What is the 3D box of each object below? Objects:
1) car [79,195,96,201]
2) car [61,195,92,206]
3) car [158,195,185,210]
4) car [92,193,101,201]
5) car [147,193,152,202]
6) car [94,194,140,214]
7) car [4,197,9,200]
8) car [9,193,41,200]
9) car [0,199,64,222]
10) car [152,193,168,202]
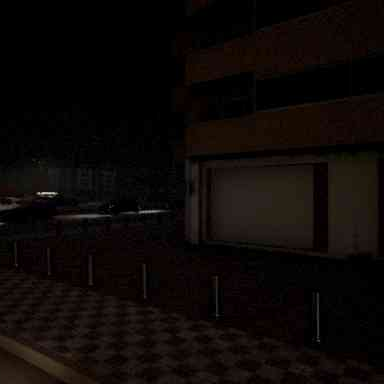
[{"bbox_3d":[-26.297,1.475,83.875,1.970,1.475,3.806,0,0,35],"label":"car"},{"bbox_3d":[-20.195,1.468,58.194,1.970,1.475,3.806,0,0,35],"label":"car"},{"bbox_3d":[-1.749,1.556,44.222,2.128,1.511,4.902,0,0,35],"label":"car"},{"bbox_3d":[-23.940,1.235,82.194,1.905,1.878,3.866,0,0,35],"label":"car"},{"bbox_3d":[-7.898,1.228,70.892,1.905,1.878,3.866,0,0,35],"label":"car"},{"bbox_3d":[-7.743,1.417,35.708,2.097,1.767,4.553,0,0,35],"label":"car"},{"bbox_3d":[-36.369,1.444,69.605,1.784,1.438,3.905,0,0,35],"label":"car"},{"bbox_3d":[-34.041,1.232,67.879,1.932,1.855,4.605,0,0,35],"label":"car"},{"bbox_3d":[-13.420,1.591,27.592,1.812,1.442,4.674,0,0,35],"label":"car"},{"bbox_3d":[-5.567,1.224,69.176,1.932,1.855,4.605,0,0,35],"label":"car"}]
